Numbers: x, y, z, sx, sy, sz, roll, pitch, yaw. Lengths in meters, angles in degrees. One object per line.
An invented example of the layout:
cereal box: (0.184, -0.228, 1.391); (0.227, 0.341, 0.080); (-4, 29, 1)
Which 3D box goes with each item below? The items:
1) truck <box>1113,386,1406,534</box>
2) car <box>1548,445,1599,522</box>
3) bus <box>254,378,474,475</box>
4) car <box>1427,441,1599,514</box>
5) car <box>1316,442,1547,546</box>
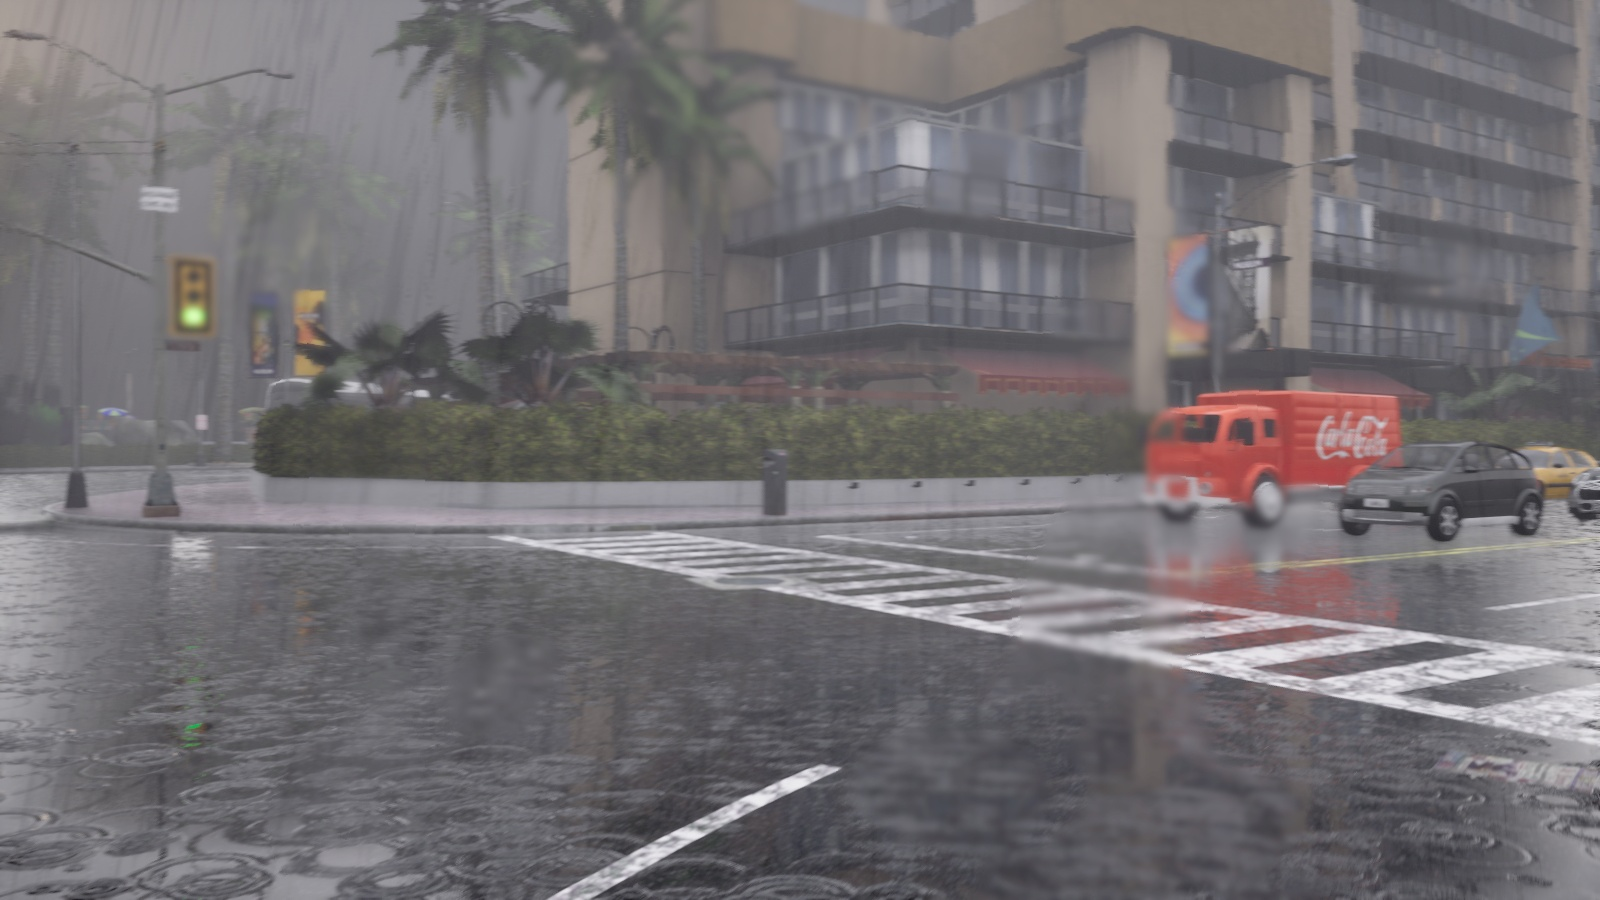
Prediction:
truck: (8.677, 0.159, 23.603); (5.204, 2.467, 2.627); (0, 0, -34)
car: (16.815, 0.638, 24.894); (3.806, 1.475, 1.970); (0, 0, -34)
bus: (-20.701, -1.068, 60.612); (3.944, 4.253, 10.273); (0, 0, 25)
car: (16.930, 0.587, 29.200); (5.366, 1.575, 1.801); (0, 0, -34)
car: (10.347, 0.649, 20.520); (3.705, 1.549, 1.789); (0, 0, -34)
